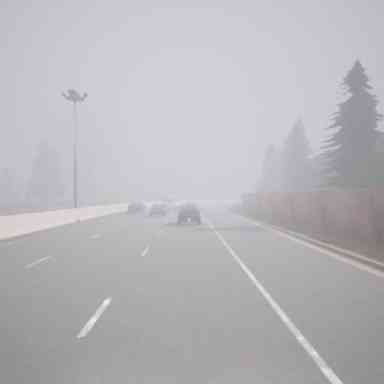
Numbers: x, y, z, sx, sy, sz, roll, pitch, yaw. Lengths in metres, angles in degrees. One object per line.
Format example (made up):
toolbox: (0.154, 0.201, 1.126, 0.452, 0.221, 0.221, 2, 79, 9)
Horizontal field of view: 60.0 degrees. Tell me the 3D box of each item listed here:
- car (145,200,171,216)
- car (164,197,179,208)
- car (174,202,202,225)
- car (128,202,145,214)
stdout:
car: (-3.894, 2.048, 38.802, 2.033, 1.411, 5.357, 0, -1, -1)
car: (-3.364, 1.902, 54.135, 2.150, 2.045, 5.566, -1, -1, 7)
car: (-0.251, 1.840, 27.513, 1.837, 1.490, 4.892, 0, 0, -1)
car: (-7.379, 2.081, 44.983, 1.882, 1.535, 5.008, -1, 0, 1)
